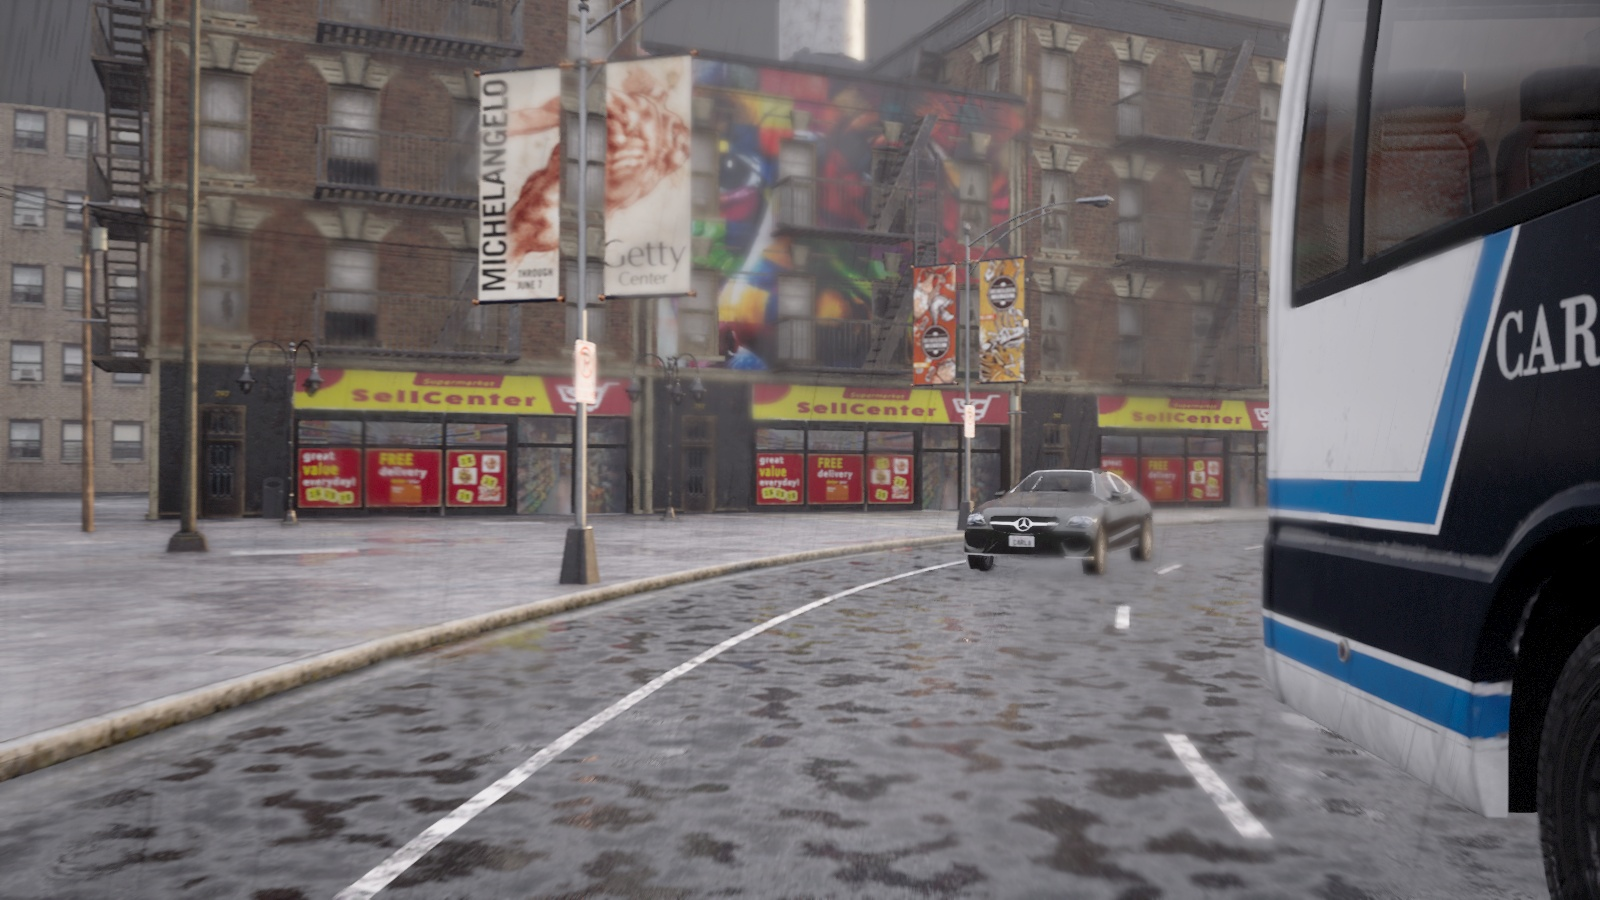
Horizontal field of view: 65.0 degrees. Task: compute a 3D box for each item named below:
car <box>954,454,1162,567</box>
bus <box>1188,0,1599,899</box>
[{"bbox_3d":[4.500,0.933,21.186,2.152,1.651,5.027,-1,-1,27],"label":"car"},{"bbox_3d":[3.433,-0.567,0.378,3.944,4.253,10.273,0,-1,3],"label":"bus"}]
